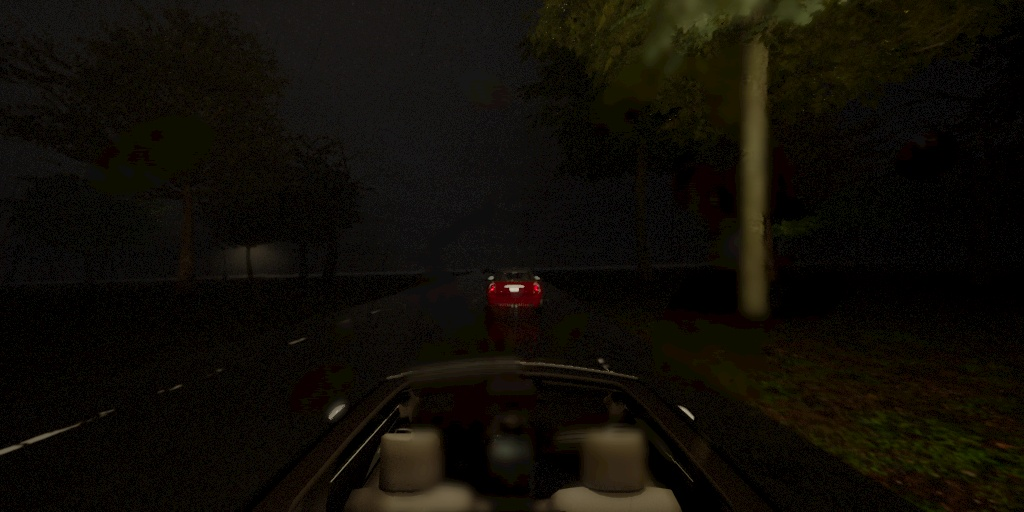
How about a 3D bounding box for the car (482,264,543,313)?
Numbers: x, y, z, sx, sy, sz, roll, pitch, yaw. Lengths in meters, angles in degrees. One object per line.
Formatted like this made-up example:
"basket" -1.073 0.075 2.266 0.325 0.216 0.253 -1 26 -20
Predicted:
"car" 0.093 1.262 14.949 2.097 1.767 4.553 0 -1 0
